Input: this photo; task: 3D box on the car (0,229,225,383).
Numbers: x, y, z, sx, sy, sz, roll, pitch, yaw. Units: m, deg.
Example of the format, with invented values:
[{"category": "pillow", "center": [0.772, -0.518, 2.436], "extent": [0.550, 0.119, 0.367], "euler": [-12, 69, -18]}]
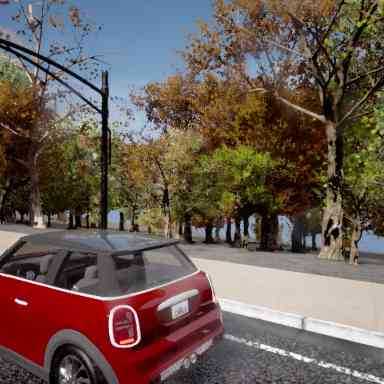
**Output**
[{"category": "car", "center": [-1.861, 1.351, 5.012], "extent": [4.553, 1.767, 2.097], "euler": [0, 0, 36]}]
